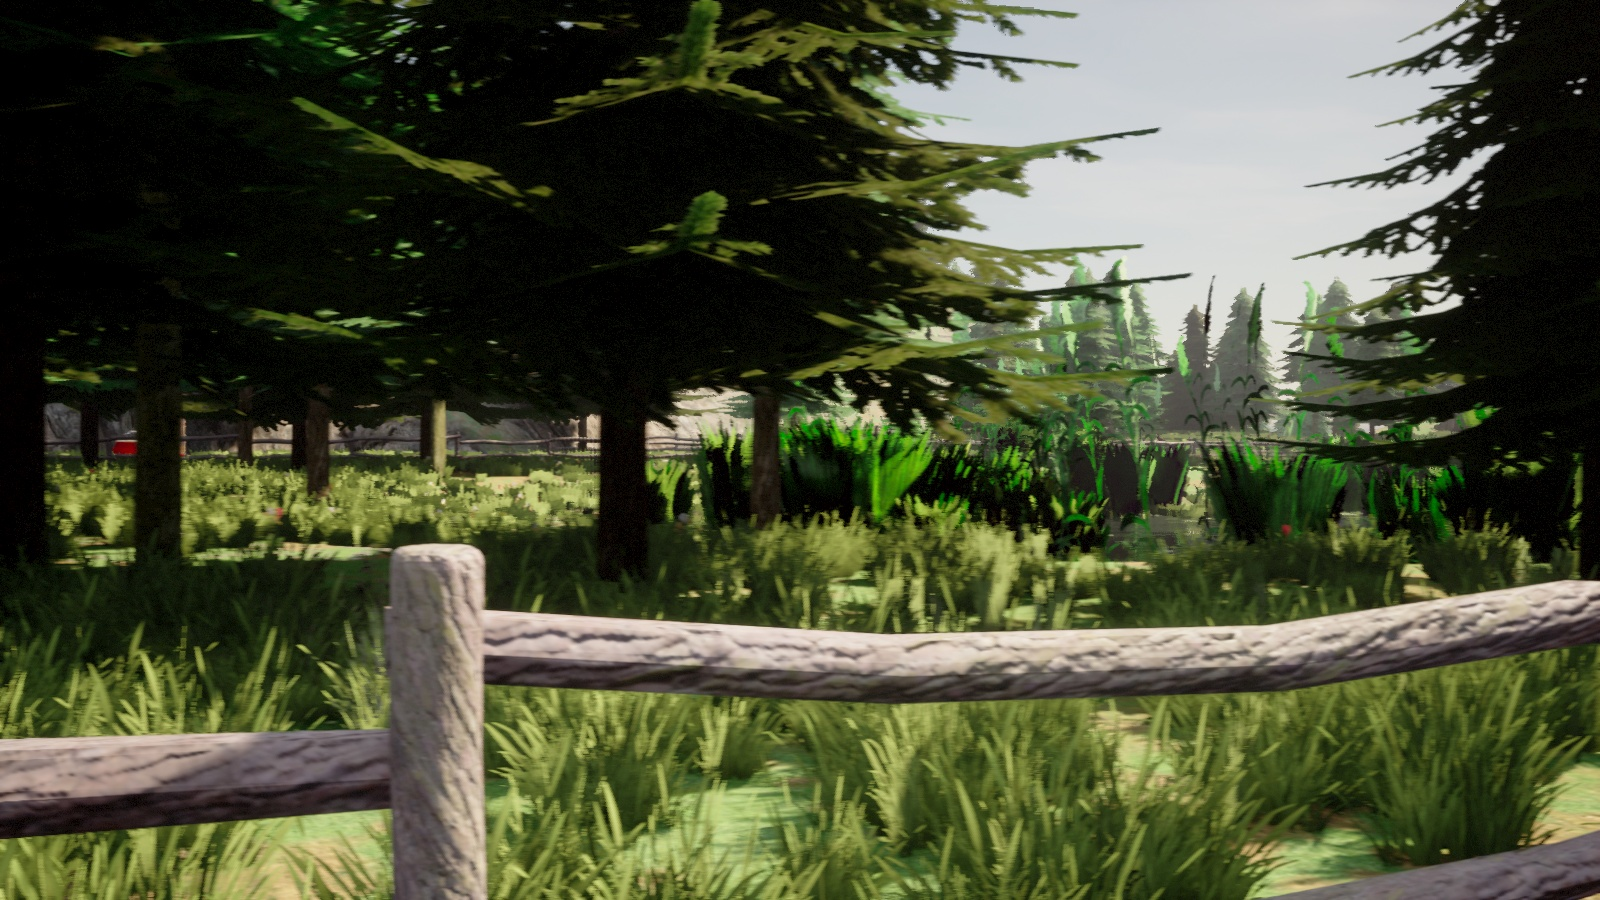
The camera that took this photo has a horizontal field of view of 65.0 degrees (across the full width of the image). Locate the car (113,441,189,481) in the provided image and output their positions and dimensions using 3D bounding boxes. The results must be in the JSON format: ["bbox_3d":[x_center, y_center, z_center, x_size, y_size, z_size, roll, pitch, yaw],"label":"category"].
[{"bbox_3d":[-23.629,0.397,45.718,2.207,1.376,1.481,-2,1,-37],"label":"car"}]
